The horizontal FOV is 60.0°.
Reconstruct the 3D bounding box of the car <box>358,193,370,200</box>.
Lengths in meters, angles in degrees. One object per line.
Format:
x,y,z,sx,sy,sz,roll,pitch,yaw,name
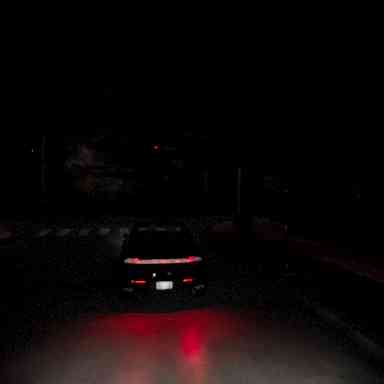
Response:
18.906,1.045,33.640,5.566,2.045,2.150,0,0,-12,car

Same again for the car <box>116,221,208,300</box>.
-0.841,1.487,8.461,2.128,1.511,4.902,0,0,-8,car
